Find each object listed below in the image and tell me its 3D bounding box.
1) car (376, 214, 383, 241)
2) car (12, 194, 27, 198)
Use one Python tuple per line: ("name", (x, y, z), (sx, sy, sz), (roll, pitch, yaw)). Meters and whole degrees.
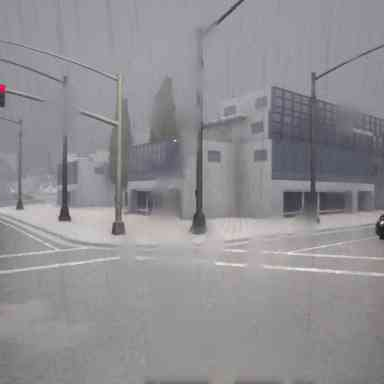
("car", (10.960, 1.300, 15.847), (5.566, 2.045, 2.150), (0, 0, -37))
("car", (-45.138, 1.216, 84.240), (4.553, 1.767, 2.097), (0, 0, 1))
